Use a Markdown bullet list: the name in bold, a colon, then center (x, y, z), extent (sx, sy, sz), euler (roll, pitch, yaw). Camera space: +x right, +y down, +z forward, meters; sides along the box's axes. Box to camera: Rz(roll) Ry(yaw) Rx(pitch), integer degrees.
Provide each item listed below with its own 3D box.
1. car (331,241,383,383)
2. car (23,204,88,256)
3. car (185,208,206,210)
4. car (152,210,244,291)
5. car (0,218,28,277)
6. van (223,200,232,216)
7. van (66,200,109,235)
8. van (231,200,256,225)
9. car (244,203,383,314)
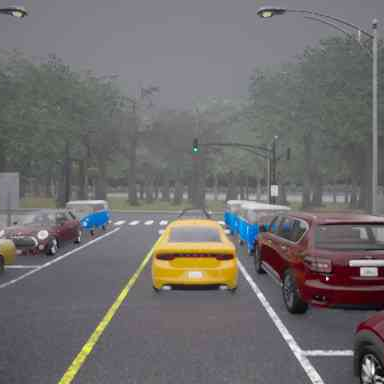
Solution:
- **car**: center (2.758, 1.443, 2.121), extent (1.967, 1.590, 4.097), euler (0, 0, 0)
- **car**: center (-5.790, 1.458, 12.979), extent (1.967, 1.590, 4.097), euler (0, 0, 0)
- **car**: center (0.193, 1.591, 19.167), extent (1.994, 1.385, 4.181), euler (0, 0, 5)
- **car**: center (0.069, 1.490, 9.099), extent (1.882, 1.535, 5.008), euler (0, 0, 0)
- **car**: center (-5.778, 1.535, 7.372), extent (1.752, 1.417, 4.829), euler (0, 0, 0)
- **van**: center (2.725, 1.367, 18.434), extent (1.690, 1.788, 3.998), euler (0, 0, 0)
- **van**: center (-5.801, 1.367, 18.417), extent (1.690, 1.788, 3.998), euler (0, 0, 0)
- **van**: center (2.736, 1.359, 12.996), extent (1.690, 1.788, 3.998), euler (0, 0, 0)
- **car**: center (2.746, 1.325, 7.559), extent (2.192, 1.841, 5.009), euler (0, 0, 0)
